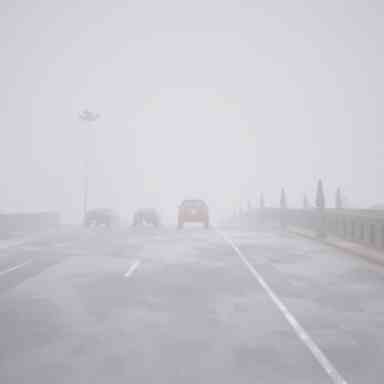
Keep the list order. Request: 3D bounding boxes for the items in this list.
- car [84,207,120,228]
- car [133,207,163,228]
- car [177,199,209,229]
[{"bbox_3d":[-6.899,1.962,25.889,1.837,1.490,4.892,0,-3,0],"label":"car"},{"bbox_3d":[-3.399,1.966,25.960,1.837,1.490,4.892,0,-3,0],"label":"car"},{"bbox_3d":[0.102,1.595,24.474,2.150,2.045,5.566,0,-3,0],"label":"car"}]
